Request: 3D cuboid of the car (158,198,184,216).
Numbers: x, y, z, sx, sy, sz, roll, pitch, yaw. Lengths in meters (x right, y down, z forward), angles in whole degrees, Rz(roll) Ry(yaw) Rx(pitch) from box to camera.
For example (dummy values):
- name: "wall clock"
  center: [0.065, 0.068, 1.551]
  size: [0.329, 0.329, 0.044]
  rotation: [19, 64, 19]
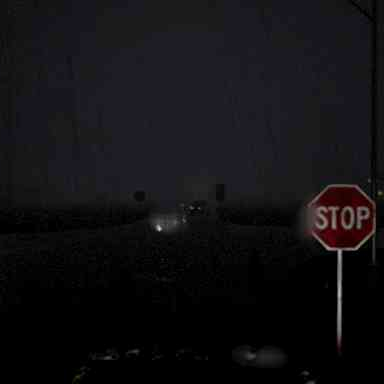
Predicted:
- name: "car"
  center: [-2.133, 1.527, 32.431]
  size: [1.812, 1.442, 4.674]
  rotation: [0, 0, 3]

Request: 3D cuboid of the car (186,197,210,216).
- name: "car"
  center: [0.828, 1.549, 33.052]
  size: [2.033, 1.411, 5.357]
  rotation: [0, 0, 3]

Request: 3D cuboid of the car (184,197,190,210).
- name: "car"
  center: [-1.612, 1.598, 43.317]
  size: [1.895, 1.301, 4.718]
  rotation: [0, 0, 3]

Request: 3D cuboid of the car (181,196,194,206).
- name: "car"
  center: [-0.704, 1.517, 57.437]
  size: [1.812, 1.442, 4.674]
  rotation: [0, 0, 4]
